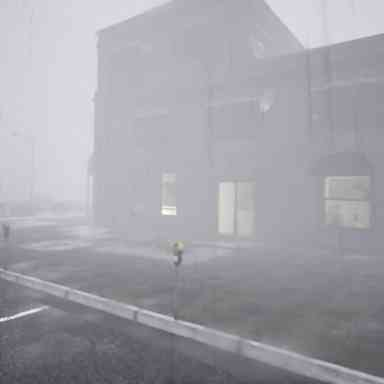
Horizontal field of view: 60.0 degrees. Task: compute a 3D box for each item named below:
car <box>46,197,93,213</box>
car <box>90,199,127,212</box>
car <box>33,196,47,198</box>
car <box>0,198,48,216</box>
[{"bbox_3d":[-13.476,1.578,36.450,1.947,1.339,4.313,1,0,36],"label":"car"},{"bbox_3d":[-10.234,1.620,40.868,1.802,1.307,4.206,1,0,36],"label":"car"},{"bbox_3d":[-19.810,1.281,42.415,1.967,1.590,4.097,1,0,36],"label":"car"},{"bbox_3d":[-16.721,1.537,32.031,2.008,1.369,4.403,1,0,36],"label":"car"}]
